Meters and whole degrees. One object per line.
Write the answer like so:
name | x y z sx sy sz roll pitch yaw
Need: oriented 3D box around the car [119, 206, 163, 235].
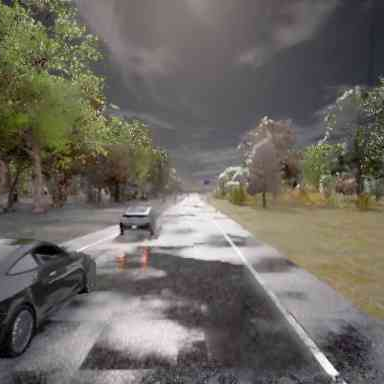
car | -2.743 1.512 18.733 2.128 1.511 4.902 0 0 2

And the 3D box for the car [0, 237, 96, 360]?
car | -3.183 1.532 5.859 1.812 1.442 4.674 0 0 1
